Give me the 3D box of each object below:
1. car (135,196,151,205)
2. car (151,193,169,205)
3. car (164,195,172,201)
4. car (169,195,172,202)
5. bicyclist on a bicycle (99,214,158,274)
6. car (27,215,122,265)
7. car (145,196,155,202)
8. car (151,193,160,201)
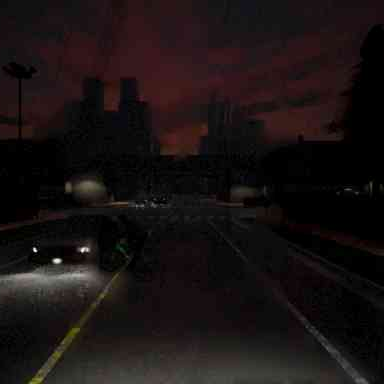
[{"bbox_3d":[-9.199,1.508,60.375,2.128,1.511,4.902,0,0,-1],"label":"car"},{"bbox_3d":[-5.693,1.369,60.045,2.097,1.767,4.553,0,0,-1],"label":"car"},{"bbox_3d":[-6.370,1.507,89.789,1.837,1.490,4.892,0,0,-1],"label":"car"},{"bbox_3d":[-5.994,1.541,74.844,1.812,1.442,4.674,0,0,-1],"label":"car"},{"bbox_3d":[-1.762,1.451,9.264,1.656,1.620,0.582,-1,0,-1],"label":"bicyclist on a bicycle"},{"bbox_3d":[-3.839,1.548,11.999,2.033,1.411,5.357,0,0,-1],"label":"car"},{"bbox_3d":[-9.512,1.612,75.506,1.895,1.301,4.718,0,0,-1],"label":"car"},{"bbox_3d":[-9.889,1.229,90.504,2.150,2.045,5.566,0,0,-1],"label":"car"}]
